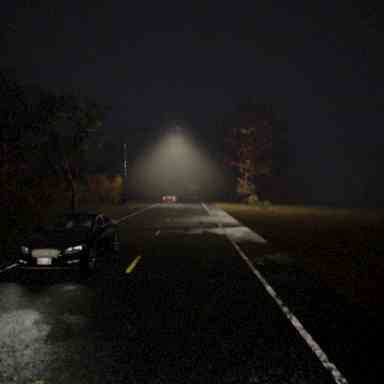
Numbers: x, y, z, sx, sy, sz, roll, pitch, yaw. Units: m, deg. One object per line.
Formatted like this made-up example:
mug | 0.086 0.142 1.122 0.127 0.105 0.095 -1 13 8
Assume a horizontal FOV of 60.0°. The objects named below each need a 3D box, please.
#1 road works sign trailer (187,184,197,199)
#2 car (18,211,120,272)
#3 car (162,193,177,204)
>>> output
road works sign trailer | -0.039 -0.131 77.865 2.380 3.560 2.880 0 0 0
car | -3.604 1.407 10.571 2.128 1.511 4.902 0 0 0
car | -3.589 0.938 53.472 2.097 1.767 4.553 0 0 0
